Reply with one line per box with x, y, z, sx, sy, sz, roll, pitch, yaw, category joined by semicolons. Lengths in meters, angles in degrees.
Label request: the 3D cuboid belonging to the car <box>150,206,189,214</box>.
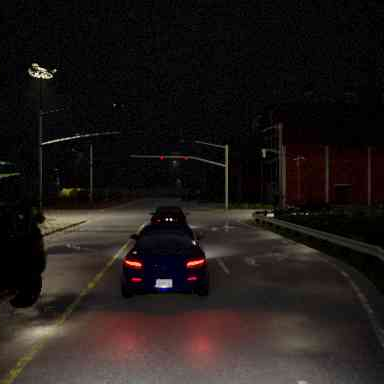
-1.209;1.505;17.693;1.837;1.490;4.892;0;0;-3;car

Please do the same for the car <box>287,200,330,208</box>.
12.723;1.553;36.131;4.674;1.442;1.812;0;0;-3;car

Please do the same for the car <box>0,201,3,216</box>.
-20.911;1.576;31.084;5.357;1.411;2.033;0;0;-2;car

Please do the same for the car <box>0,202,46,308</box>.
-4.128;1.222;5.016;2.150;2.045;5.566;0;0;-3;car

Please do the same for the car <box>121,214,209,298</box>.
-0.638;1.526;8.449;1.812;1.442;4.674;0;0;-3;car

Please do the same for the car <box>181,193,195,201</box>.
-0.835;1.146;81.625;3.866;1.878;1.905;-3;4;44;car
